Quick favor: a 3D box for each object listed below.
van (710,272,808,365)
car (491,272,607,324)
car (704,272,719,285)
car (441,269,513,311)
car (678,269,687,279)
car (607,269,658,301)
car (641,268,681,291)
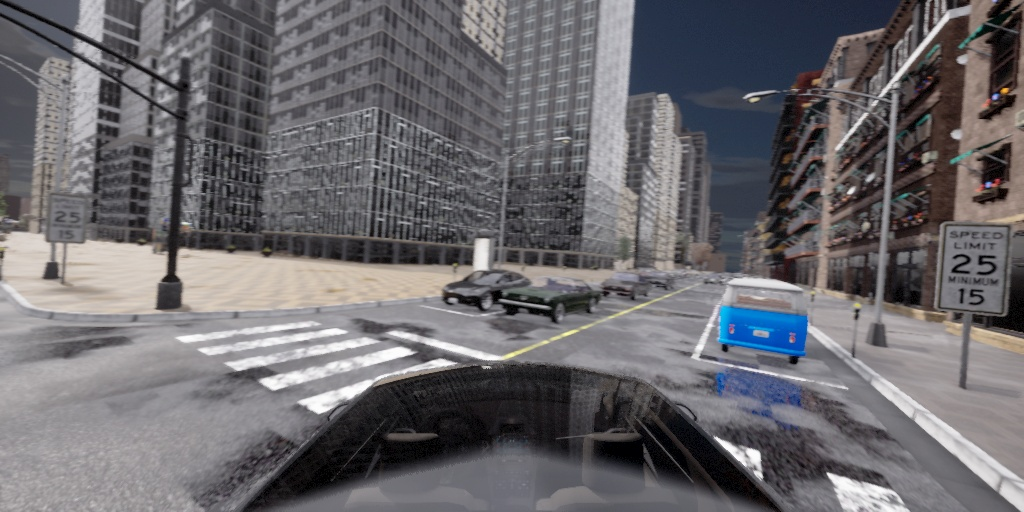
[{"bbox_3d":[6.270,1.487,9.271,1.690,1.789,3.998,0,0,32],"label":"van"},{"bbox_3d":[1.511,1.384,12.485,1.895,1.301,4.718,4,0,32],"label":"car"},{"bbox_3d":[23.911,2.782,42.391,1.994,1.385,4.181,4,0,33],"label":"car"},{"bbox_3d":[-0.818,1.175,13.711,1.948,1.339,4.313,0,0,32],"label":"car"},{"bbox_3d":[25.509,2.810,55.943,2.007,1.370,4.403,0,0,32],"label":"car"},{"bbox_3d":[6.693,1.651,20.784,2.033,1.411,5.357,4,0,32],"label":"car"},{"bbox_3d":[12.277,1.999,29.733,2.033,1.411,5.357,4,0,32],"label":"car"}]
